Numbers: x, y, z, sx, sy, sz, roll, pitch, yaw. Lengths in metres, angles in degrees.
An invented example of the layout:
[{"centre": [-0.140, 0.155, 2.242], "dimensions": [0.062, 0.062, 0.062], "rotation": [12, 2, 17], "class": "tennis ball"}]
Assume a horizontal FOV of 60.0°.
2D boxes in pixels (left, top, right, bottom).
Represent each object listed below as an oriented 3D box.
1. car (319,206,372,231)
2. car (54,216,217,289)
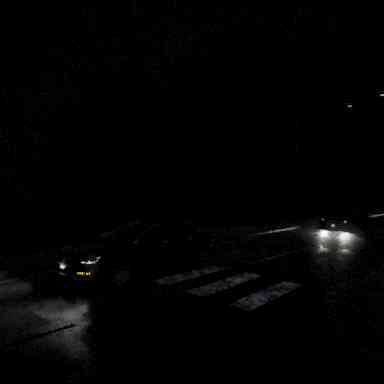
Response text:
[{"centre": [10.320, 1.670, 22.037], "dimensions": [2.033, 1.411, 5.357], "rotation": [2, 1, 43], "class": "car"}, {"centre": [-1.285, 1.479, 9.298], "dimensions": [1.837, 1.490, 4.892], "rotation": [2, 0, 42], "class": "car"}]
